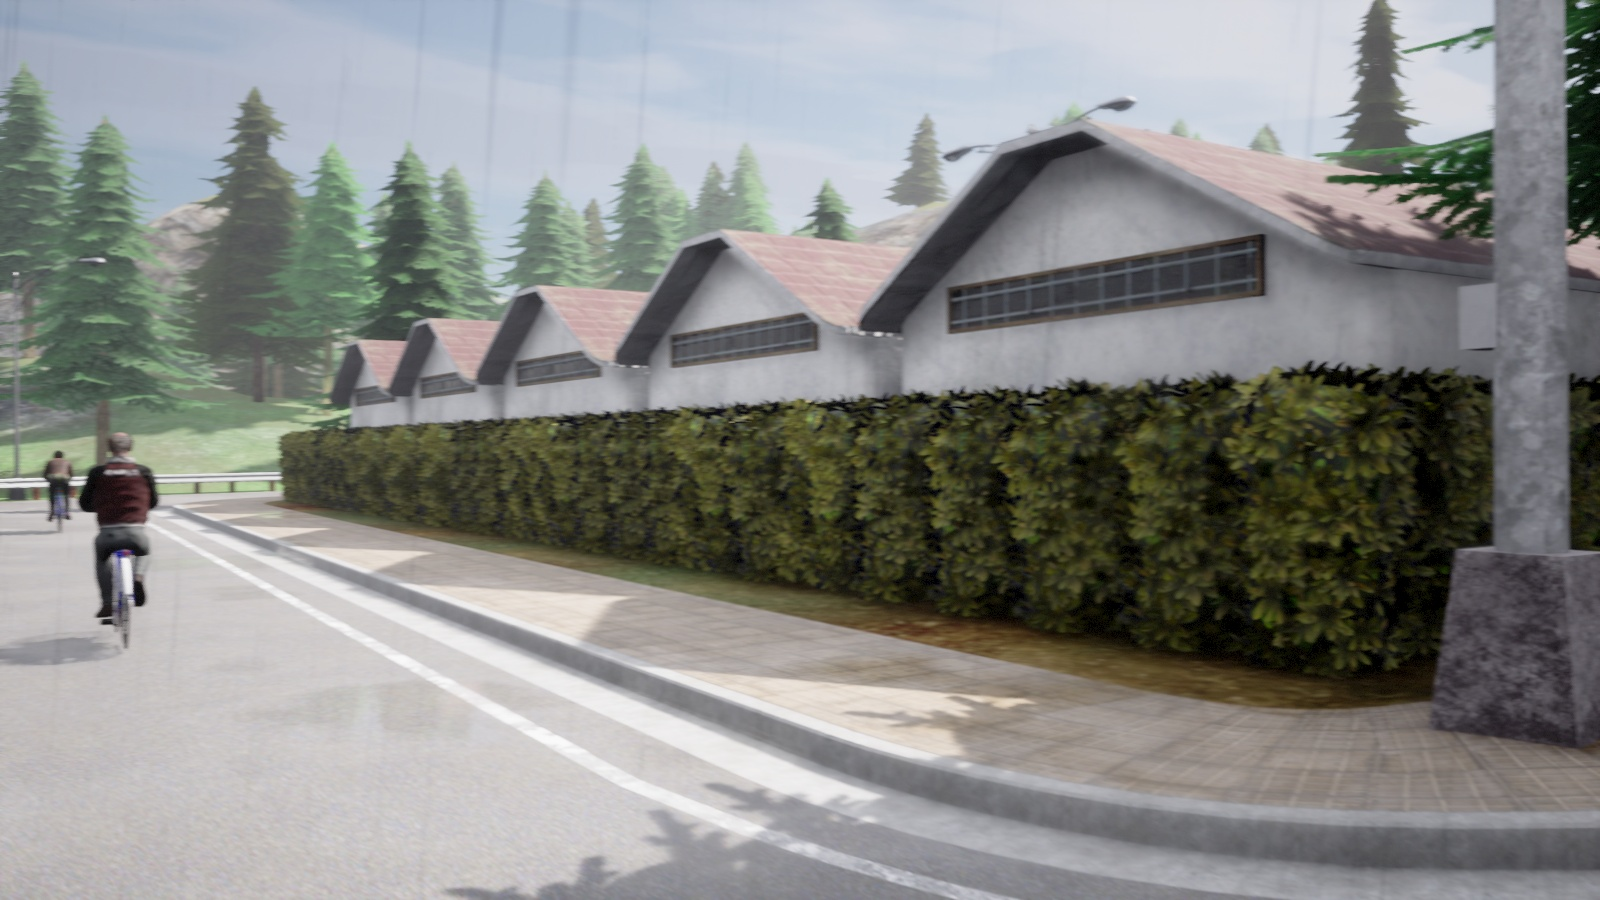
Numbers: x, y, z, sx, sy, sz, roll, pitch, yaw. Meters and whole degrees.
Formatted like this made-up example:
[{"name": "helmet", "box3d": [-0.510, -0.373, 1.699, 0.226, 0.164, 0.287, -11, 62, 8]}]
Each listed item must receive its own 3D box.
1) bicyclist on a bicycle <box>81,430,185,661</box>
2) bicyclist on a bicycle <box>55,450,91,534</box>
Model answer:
[{"name": "bicyclist on a bicycle", "box3d": [-5.660, 0.730, 10.609, 0.659, 1.776, 1.843, 0, 0, -32]}, {"name": "bicyclist on a bicycle", "box3d": [-14.523, 0.813, 25.068, 0.582, 1.620, 1.656, 0, 0, -32]}]
